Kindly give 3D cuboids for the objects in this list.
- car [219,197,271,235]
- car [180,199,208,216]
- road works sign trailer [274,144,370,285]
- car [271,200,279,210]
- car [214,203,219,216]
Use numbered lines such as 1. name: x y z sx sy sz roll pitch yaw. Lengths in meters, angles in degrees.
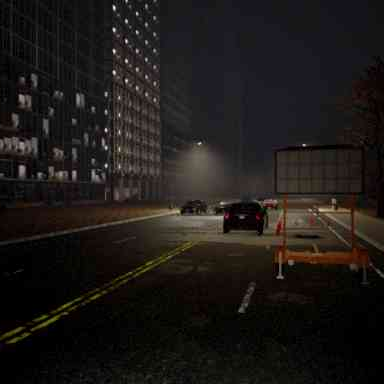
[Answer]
1. car: 3.209 1.352 19.321 2.097 1.767 4.553 0 0 16
2. car: 0.250 1.507 32.952 1.837 1.490 4.892 0 0 16
3. road works sign trailer: 3.654 0.464 9.707 2.380 3.560 2.880 0 0 16
4. car: 9.968 1.606 42.203 1.895 1.301 4.718 0 0 16
5. car: 3.421 1.566 32.218 1.994 1.385 4.181 0 0 16
